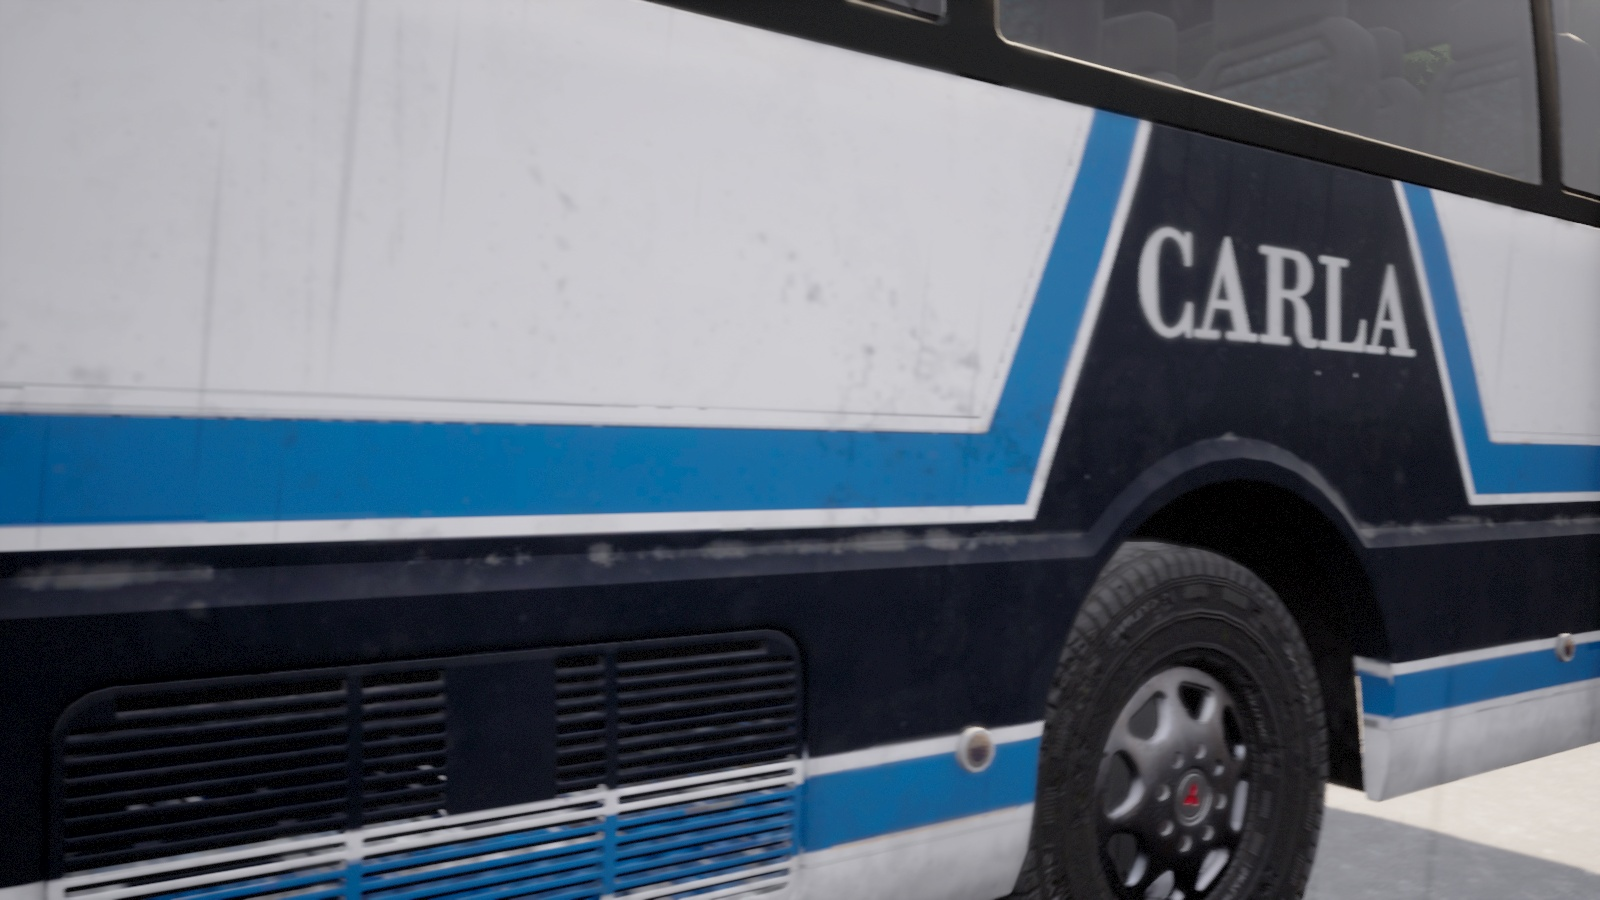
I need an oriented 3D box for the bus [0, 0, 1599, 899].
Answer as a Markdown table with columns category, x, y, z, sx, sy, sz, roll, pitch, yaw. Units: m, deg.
| category | x | y | z | sx | sy | sz | roll | pitch | yaw |
| --- | --- | --- | --- | --- | --- | --- | --- | --- | --- |
| bus | -2.114 | -0.620 | 2.802 | 10.273 | 4.253 | 3.944 | 0 | 0 | -35 |
